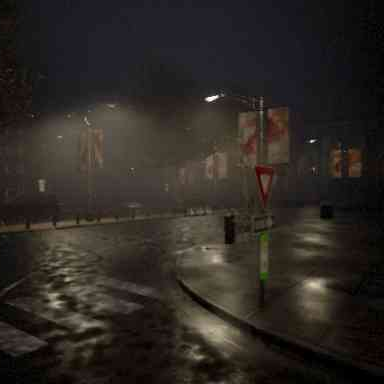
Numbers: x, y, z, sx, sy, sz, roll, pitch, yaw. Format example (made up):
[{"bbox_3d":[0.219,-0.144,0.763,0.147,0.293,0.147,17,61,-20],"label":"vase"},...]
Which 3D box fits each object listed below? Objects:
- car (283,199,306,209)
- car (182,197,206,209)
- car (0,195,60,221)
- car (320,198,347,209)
[{"bbox_3d":[14.499,1.625,46.920,1.895,1.301,4.718,0,0,36],"label":"car"},{"bbox_3d":[0.120,1.550,46.740,1.837,1.490,4.892,0,0,37],"label":"car"},{"bbox_3d":[-13.886,1.261,27.892,2.150,2.045,5.566,0,0,36],"label":"car"},{"bbox_3d":[19.372,1.543,45.681,4.674,1.442,1.812,0,0,-38],"label":"car"}]
